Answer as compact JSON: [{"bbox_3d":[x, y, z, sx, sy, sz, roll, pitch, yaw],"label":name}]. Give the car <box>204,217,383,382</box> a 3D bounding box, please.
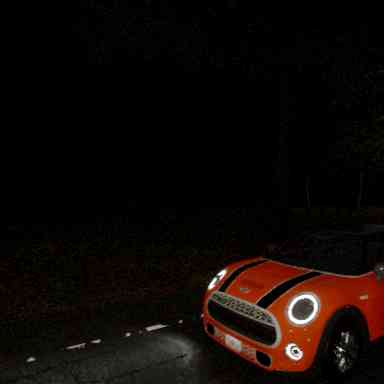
[{"bbox_3d":[2.399,1.355,5.552,4.553,1.767,2.097,0,0,-34],"label":"car"}]
